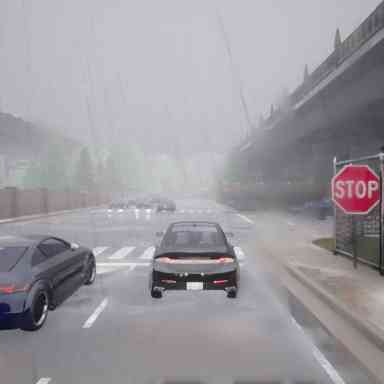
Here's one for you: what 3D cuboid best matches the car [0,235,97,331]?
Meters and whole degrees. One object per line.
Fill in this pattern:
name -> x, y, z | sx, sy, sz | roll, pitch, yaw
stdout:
car -> -3.413, 1.564, 6.842 | 1.994, 1.385, 4.181 | 0, 0, 0

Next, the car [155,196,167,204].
car -> -6.113, 1.564, 65.842 | 1.994, 1.385, 4.181 | 0, 0, 2

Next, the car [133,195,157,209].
car -> -6.466, 1.505, 46.015 | 1.837, 1.490, 4.892 | 0, 0, 1

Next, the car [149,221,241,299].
car -> 0.060, 1.492, 8.464 | 2.128, 1.511, 4.902 | 0, 0, 0

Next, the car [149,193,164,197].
car -> -6.314, 1.221, 55.868 | 2.150, 2.045, 5.566 | 0, 0, 1

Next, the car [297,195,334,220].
car -> 12.017, 1.222, 27.456 | 5.566, 2.045, 2.150 | 0, 0, 0

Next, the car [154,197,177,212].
car -> -2.905, 1.564, 38.972 | 1.994, 1.385, 4.181 | 0, 0, 1

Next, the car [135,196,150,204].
car -> -9.627, 1.547, 65.300 | 2.033, 1.411, 5.357 | 0, 0, 1

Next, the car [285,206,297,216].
car -> 11.544, 1.547, 30.957 | 5.357, 1.411, 2.033 | 0, 0, 0

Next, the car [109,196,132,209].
car -> -9.971, 1.505, 45.697 | 1.837, 1.490, 4.892 | 0, 0, 1
